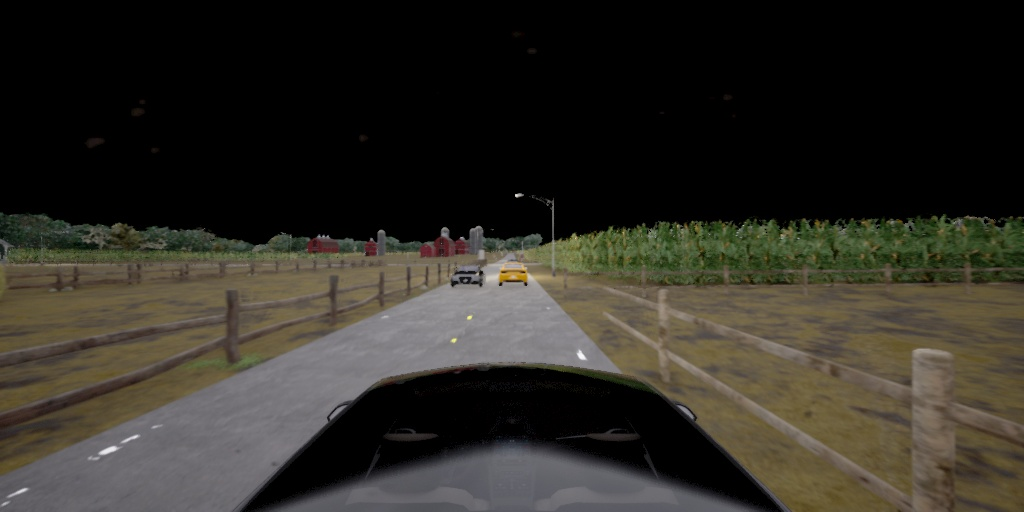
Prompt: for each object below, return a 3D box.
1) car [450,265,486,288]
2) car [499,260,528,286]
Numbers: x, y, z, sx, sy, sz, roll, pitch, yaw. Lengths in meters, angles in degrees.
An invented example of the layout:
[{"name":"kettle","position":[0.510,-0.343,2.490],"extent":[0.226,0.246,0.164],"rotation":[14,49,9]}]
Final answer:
[{"name":"car","position":[-2.805,1.291,23.667],"extent":[1.994,1.385,4.181],"rotation":[0,0,0]},{"name":"car","position":[0.093,1.202,25.399],"extent":[1.882,1.535,5.008],"rotation":[0,0,0]}]
